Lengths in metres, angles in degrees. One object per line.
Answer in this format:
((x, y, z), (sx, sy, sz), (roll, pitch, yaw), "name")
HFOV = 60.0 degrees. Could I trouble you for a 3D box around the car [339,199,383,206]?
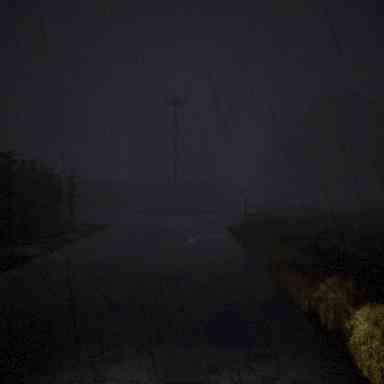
((18.074, 1.402, 34.481), (5.357, 1.411, 2.033), (0, 0, 3), "car")
